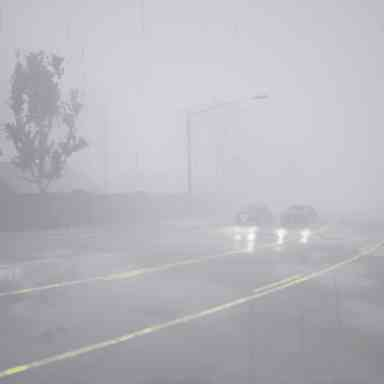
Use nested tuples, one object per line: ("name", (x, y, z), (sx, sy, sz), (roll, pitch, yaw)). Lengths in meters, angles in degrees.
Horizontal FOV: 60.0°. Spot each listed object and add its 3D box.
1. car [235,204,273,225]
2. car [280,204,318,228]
("car", (4.932, 1.686, 26.019), (2.128, 1.511, 4.902), (-1, -1, 29))
("car", (7.785, 1.623, 23.970), (1.882, 1.535, 5.008), (-1, -1, 30))
